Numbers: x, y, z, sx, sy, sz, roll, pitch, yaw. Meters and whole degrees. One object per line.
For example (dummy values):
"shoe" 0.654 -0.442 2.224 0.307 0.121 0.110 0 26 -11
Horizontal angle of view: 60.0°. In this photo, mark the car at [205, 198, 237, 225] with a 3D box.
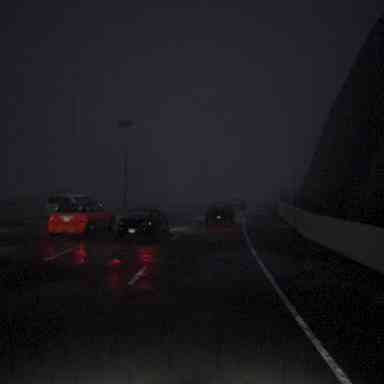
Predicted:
"car" 2.087 1.458 23.843 1.882 1.535 5.008 0 0 8

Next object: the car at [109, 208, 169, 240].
"car" -2.375 1.506 16.767 1.812 1.442 4.674 0 0 6

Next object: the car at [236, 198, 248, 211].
"car" 5.788 1.462 41.329 2.128 1.511 4.902 0 0 15

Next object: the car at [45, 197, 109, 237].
"car" -5.741 1.325 17.945 2.097 1.767 4.553 0 0 6

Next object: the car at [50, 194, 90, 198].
"car" -8.463 1.184 24.382 2.150 2.045 5.566 0 0 8
